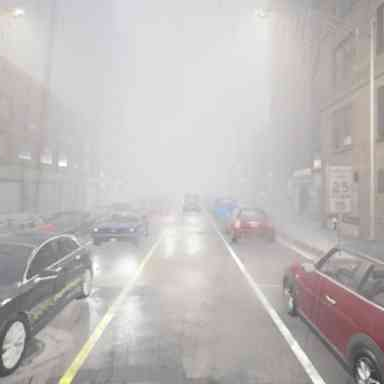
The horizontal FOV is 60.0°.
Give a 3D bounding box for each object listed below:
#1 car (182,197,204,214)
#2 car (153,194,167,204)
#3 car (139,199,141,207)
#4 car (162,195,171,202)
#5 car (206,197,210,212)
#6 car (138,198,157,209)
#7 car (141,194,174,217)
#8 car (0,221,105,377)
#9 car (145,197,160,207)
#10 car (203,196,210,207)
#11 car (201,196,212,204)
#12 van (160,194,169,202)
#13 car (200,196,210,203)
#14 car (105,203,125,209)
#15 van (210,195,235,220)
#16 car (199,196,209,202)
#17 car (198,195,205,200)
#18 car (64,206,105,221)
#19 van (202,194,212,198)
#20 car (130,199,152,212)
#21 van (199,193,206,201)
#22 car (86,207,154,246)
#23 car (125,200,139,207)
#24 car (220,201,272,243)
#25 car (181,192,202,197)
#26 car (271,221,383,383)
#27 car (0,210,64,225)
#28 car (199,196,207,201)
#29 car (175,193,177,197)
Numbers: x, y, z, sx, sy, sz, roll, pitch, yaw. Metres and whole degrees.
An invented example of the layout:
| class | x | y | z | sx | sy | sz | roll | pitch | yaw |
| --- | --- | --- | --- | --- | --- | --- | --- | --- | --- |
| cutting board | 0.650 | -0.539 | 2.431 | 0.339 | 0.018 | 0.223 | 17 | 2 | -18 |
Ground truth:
| class | x | y | z | sx | sy | sz | roll | pitch | yaw |
| --- | --- | --- | --- | --- | --- | --- | --- | --- | --- |
| car | -0.021 | 1.543 | 35.215 | 1.994 | 1.385 | 4.181 | 0 | 0 | 0 |
| car | -5.898 | 1.268 | 61.442 | 2.192 | 1.841 | 5.009 | 0 | 0 | 0 |
| car | -5.879 | 1.506 | 32.930 | 1.752 | 1.417 | 4.829 | 0 | 0 | 0 |
| car | -5.908 | 1.459 | 78.277 | 1.752 | 1.417 | 4.829 | 0 | 0 | 0 |
| car | 2.646 | 1.506 | 33.282 | 1.752 | 1.417 | 4.829 | 0 | 0 | 0 |
| car | -5.886 | 1.515 | 44.437 | 1.887 | 1.381 | 4.507 | 0 | 0 | 0 |
| car | -3.088 | 1.334 | 30.868 | 2.097 | 1.767 | 4.553 | 0 | 0 | 0 |
| car | -3.094 | 1.502 | 5.604 | 1.837 | 1.490 | 4.892 | 0 | 0 | 0 |
| car | -5.890 | 1.491 | 49.935 | 1.752 | 1.417 | 4.829 | 0 | 0 | 0 |
| car | 2.643 | 1.526 | 38.782 | 2.008 | 1.369 | 4.403 | 0 | 0 | 0 |
| car | 2.628 | 1.519 | 61.460 | 1.947 | 1.339 | 4.313 | 0 | 0 | 0 |
| van | -5.905 | 1.283 | 72.778 | 1.690 | 1.788 | 3.998 | 0 | 0 | 0 |
| car | 2.624 | 1.513 | 67.129 | 1.947 | 1.339 | 4.313 | 0 | 0 | 0 |
| car | -5.872 | 1.571 | 21.764 | 1.802 | 1.307 | 4.206 | 0 | 0 | 0 |
| van | 2.650 | 1.326 | 27.443 | 1.690 | 1.788 | 3.998 | 0 | 0 | 0 |
| car | 2.621 | 1.492 | 72.797 | 2.008 | 1.369 | 4.403 | 0 | 0 | 0 |
| car | 2.610 | 1.435 | 89.977 | 1.752 | 1.417 | 4.829 | 0 | 0 | 0 |
| car | -5.868 | 1.558 | 16.096 | 1.947 | 1.339 | 4.313 | 0 | 0 | 0 |
| van | 2.639 | 1.311 | 44.451 | 1.690 | 1.788 | 3.998 | 0 | 0 | 0 |
| car | -5.883 | 1.542 | 38.769 | 1.947 | 1.339 | 4.313 | 0 | 0 | 0 |
| van | 2.614 | 1.264 | 84.137 | 1.690 | 1.788 | 3.998 | 0 | 0 | 0 |
| car | -3.100 | 1.593 | 15.365 | 1.895 | 1.301 | 4.718 | 0 | 0 | 0 |
| car | -5.876 | 1.551 | 27.432 | 1.947 | 1.339 | 4.313 | 0 | 0 | 0 |
| car | 2.657 | 1.432 | 16.105 | 1.967 | 1.590 | 4.097 | 0 | 0 | 0 |
| car | -0.020 | 1.193 | 46.407 | 2.150 | 2.045 | 5.566 | 0 | 0 | 0 |
| car | 2.665 | 1.438 | 4.767 | 1.967 | 1.590 | 4.097 | 0 | 0 | 0 |
| car | -5.865 | 1.435 | 10.427 | 1.967 | 1.590 | 4.097 | 0 | 0 | 0 |
| car | 2.618 | 1.515 | 78.467 | 1.802 | 1.307 | 4.206 | 0 | 0 | 0 |
| car | -5.915 | 1.461 | 89.783 | 2.008 | 1.369 | 4.403 | 0 | 0 | 0 |
